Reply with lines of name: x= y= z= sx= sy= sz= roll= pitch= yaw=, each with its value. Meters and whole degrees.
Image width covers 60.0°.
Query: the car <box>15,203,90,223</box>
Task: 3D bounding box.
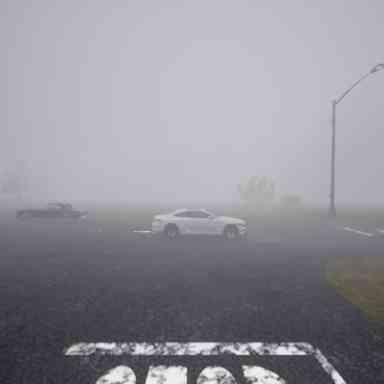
car: x=-9.951 y=1.459 z=23.806 sx=4.718 sy=1.301 sz=1.895 roll=1 pitch=1 yaw=0

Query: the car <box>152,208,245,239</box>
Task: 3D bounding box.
car: x=0.318 y=1.533 z=16.745 sx=4.674 sy=1.442 sz=1.812 roll=0 pitch=0 yaw=0
